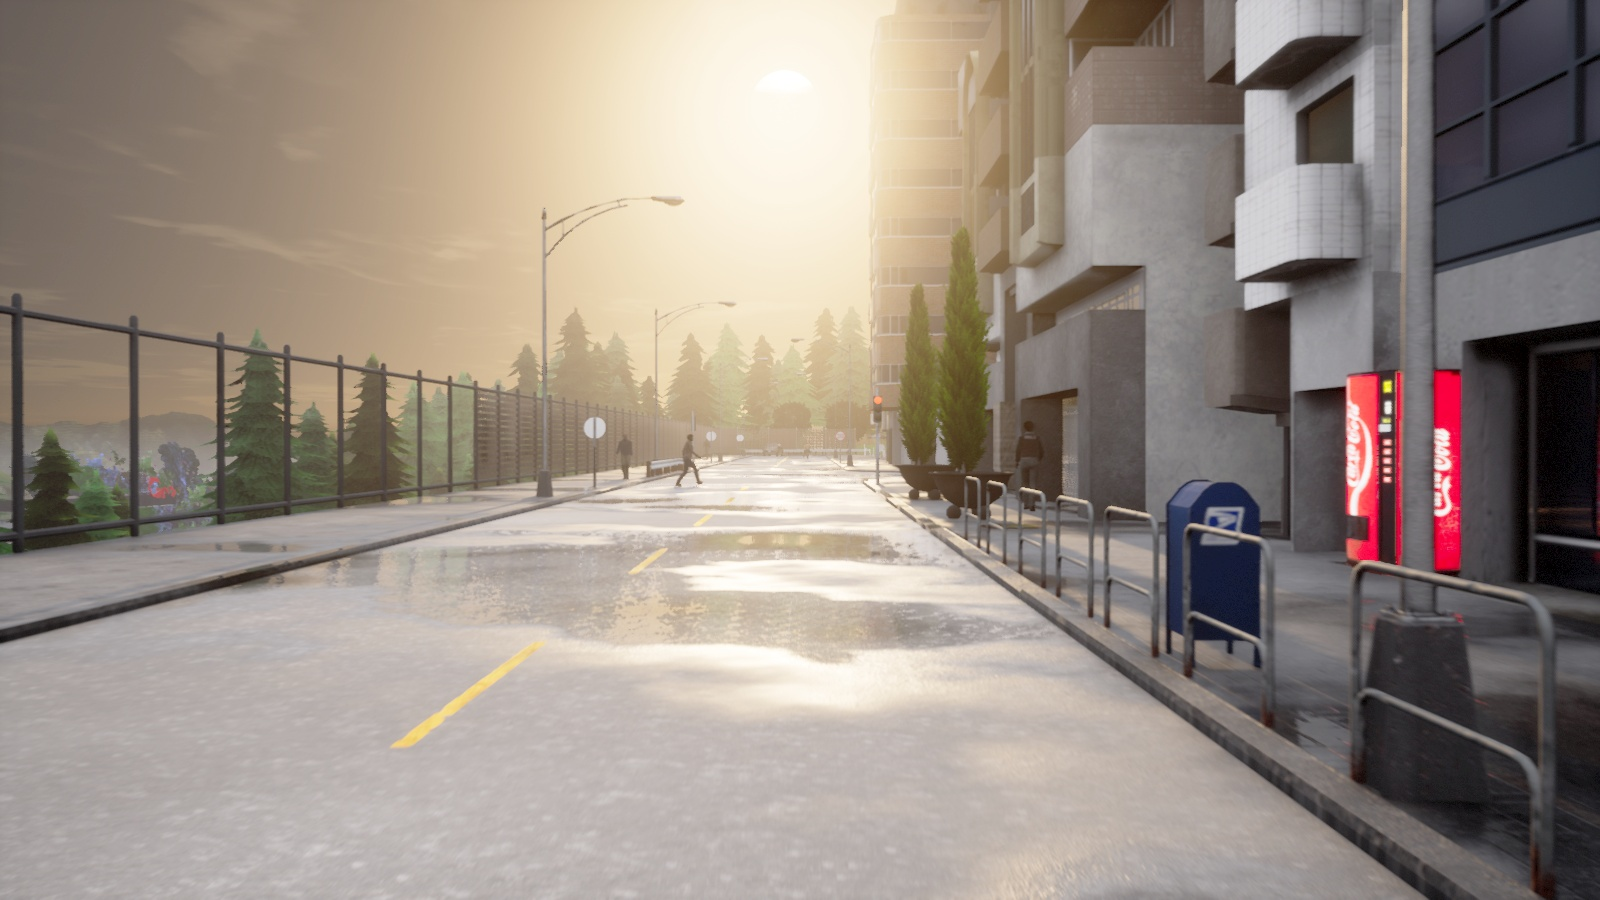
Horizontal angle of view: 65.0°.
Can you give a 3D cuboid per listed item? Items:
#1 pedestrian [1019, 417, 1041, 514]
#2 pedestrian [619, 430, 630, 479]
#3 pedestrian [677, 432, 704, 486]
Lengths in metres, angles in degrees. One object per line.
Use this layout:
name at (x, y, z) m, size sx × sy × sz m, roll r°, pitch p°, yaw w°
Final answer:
pedestrian at (4.650, 0.315, 25.410) m, size 0.402 × 1.930 × 0.666 m, roll 0°, pitch 0°, yaw 13°
pedestrian at (-6.644, 0.183, 47.608) m, size 0.402 × 1.842 × 0.726 m, roll 0°, pitch 0°, yaw -6°
pedestrian at (-3.676, 0.307, 42.204) m, size 0.869 × 1.805 × 0.328 m, roll 0°, pitch 0°, yaw -11°
